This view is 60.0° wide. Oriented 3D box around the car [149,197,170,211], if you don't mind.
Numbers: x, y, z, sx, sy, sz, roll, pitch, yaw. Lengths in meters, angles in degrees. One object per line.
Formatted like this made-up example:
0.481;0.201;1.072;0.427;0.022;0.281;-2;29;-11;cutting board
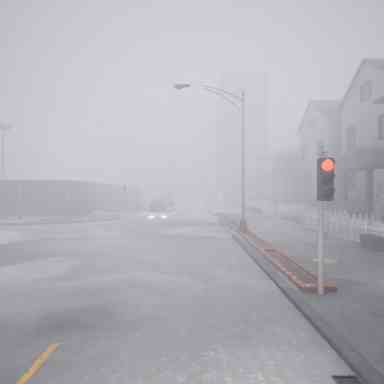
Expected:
-4.074;1.601;40.911;1.895;1.301;4.718;0;0;0;car

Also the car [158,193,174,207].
-4.046;1.221;51.551;2.150;2.045;5.566;0;0;1;car
